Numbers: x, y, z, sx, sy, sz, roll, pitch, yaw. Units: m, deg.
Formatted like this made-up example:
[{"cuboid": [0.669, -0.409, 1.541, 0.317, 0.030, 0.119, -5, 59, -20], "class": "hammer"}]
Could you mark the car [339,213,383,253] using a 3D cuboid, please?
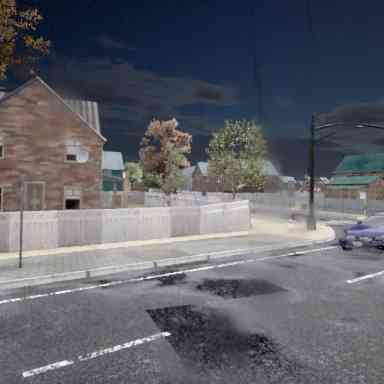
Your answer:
[{"cuboid": [7.656, 1.539, 12.890, 4.674, 1.442, 1.812, 0, 0, -35], "class": "car"}]

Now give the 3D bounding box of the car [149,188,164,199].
[{"cuboid": [-6.611, 0.336, 61.622, 2.150, 2.045, 5.566, 1, 0, -21], "class": "car"}]
